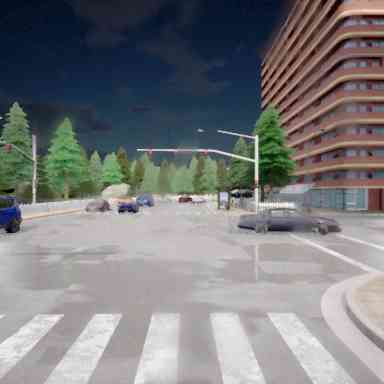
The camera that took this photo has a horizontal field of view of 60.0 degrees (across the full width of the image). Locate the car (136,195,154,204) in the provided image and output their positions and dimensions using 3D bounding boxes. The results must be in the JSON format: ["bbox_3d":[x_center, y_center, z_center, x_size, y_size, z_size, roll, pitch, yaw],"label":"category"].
[{"bbox_3d":[-9.225,1.476,65.859,1.882,1.535,5.008,0,0,12],"label":"car"}]

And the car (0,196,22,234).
[{"bbox_3d":[-10.574,1.227,16.368,2.150,2.045,5.566,0,0,0],"label":"car"}]

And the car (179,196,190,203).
[{"bbox_3d":[-1.067,1.476,68.180,1.882,1.535,5.008,0,0,18],"label":"car"}]

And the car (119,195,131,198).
[{"bbox_3d":[-10.410,1.350,51.178,2.097,1.767,4.553,0,0,2],"label":"car"}]

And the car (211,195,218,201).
[{"bbox_3d":[6.723,1.523,81.955,1.812,1.442,4.674,0,0,44],"label":"car"}]

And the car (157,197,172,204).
[{"bbox_3d":[-5.565,1.599,65.944,1.895,1.301,4.718,0,0,14],"label":"car"}]

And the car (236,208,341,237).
[{"bbox_3d":[5.150,1.596,18.195,5.357,1.411,2.033,0,0,11],"label":"car"}]

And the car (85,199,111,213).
[{"bbox_3d":[-10.543,1.525,37.569,1.812,1.442,4.674,0,0,0],"label":"car"}]

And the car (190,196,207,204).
[{"bbox_3d":[1.595,1.599,65.314,1.895,1.301,4.718,0,0,15],"label":"car"}]

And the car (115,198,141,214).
[{"bbox_3d":[-6.679,1.600,34.892,1.895,1.301,4.718,0,0,-6],"label":"car"}]

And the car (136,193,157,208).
[{"bbox_3d":[-6.978,1.217,49.410,2.150,2.045,5.566,0,0,1],"label":"car"}]
